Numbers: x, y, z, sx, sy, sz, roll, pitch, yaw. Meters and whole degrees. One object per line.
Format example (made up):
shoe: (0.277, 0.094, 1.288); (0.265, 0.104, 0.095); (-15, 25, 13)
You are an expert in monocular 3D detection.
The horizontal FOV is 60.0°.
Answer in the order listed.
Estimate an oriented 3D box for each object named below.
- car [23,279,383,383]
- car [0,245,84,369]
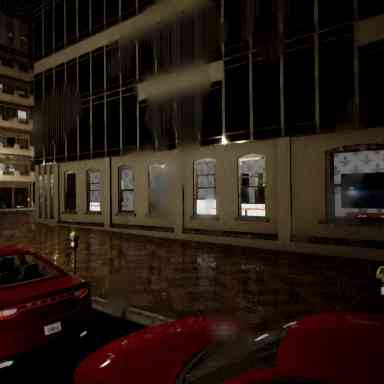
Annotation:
car: (1.047, 1.545, 2.137); (4.507, 1.381, 1.887); (0, -1, 35)
car: (-3.528, 1.546, 5.396); (4.507, 1.381, 1.887); (0, -1, 35)
